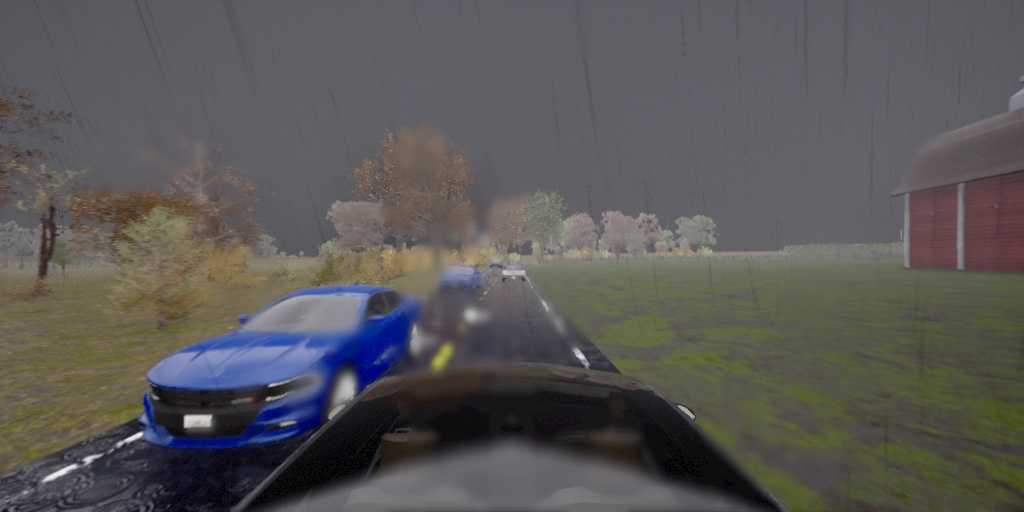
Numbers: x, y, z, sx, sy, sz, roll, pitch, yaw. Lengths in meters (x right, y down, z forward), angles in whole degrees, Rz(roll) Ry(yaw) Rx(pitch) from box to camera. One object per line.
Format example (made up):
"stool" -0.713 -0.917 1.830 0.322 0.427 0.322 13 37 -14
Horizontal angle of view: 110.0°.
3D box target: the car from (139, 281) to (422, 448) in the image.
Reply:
"car" -2.851 1.230 5.752 1.882 1.535 5.008 0 0 0

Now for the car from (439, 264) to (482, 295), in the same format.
"car" -2.802 1.251 20.270 1.882 1.535 5.008 0 0 0

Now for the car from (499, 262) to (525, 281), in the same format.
"car" 0.128 1.387 30.251 1.895 1.301 4.718 0 0 0

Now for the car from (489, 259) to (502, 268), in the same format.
"car" -2.654 1.236 59.313 1.882 1.535 5.008 0 0 2
